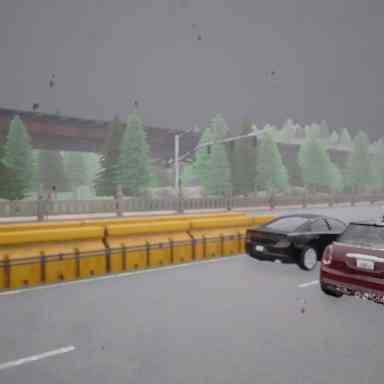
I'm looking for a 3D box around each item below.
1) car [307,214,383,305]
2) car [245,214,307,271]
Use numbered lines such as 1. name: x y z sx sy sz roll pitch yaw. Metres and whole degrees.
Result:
1. car: 4.874 1.323 7.262 4.553 1.767 2.097 0 0 -35
2. car: 3.952 1.444 10.894 5.008 1.535 1.882 0 0 -35
